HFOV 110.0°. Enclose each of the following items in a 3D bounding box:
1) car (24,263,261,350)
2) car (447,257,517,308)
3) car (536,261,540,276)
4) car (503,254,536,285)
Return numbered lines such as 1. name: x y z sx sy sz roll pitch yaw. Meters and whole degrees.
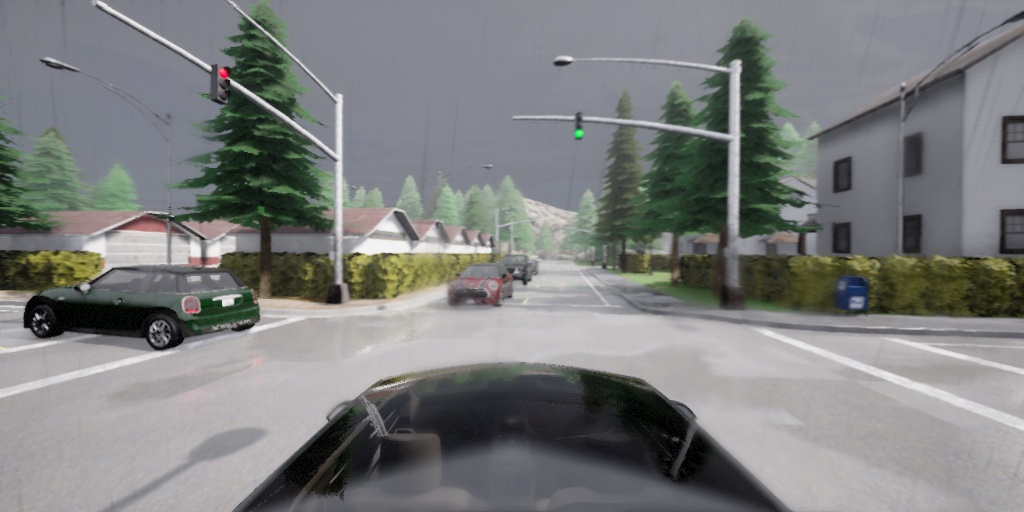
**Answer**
1. car: -8.687 0.984 8.619 4.553 1.767 2.097 3 1 8
2. car: -1.219 1.105 15.488 2.097 1.767 4.553 0 0 8
3. car: 1.679 1.112 35.751 1.837 1.490 4.892 0 0 8
4. car: 0.232 0.901 25.623 2.150 2.045 5.566 0 0 8
